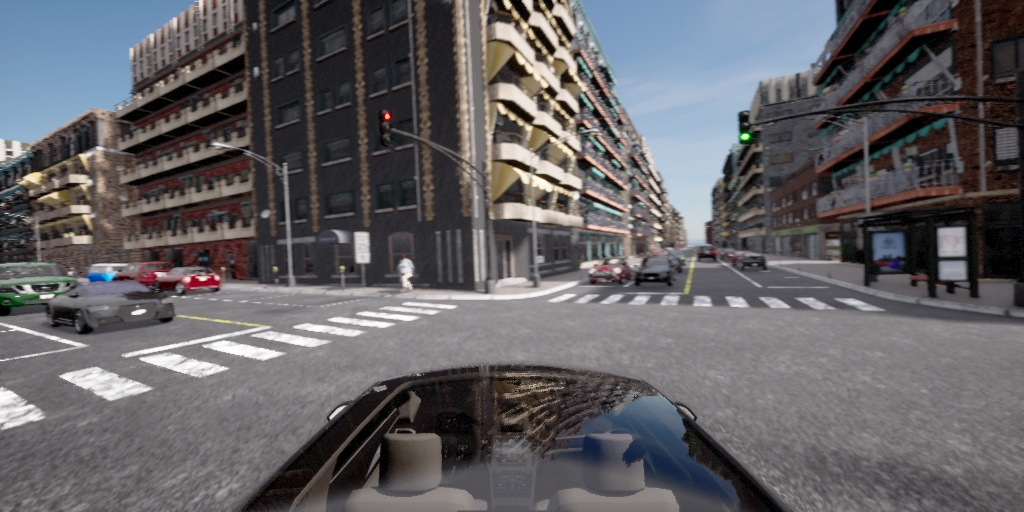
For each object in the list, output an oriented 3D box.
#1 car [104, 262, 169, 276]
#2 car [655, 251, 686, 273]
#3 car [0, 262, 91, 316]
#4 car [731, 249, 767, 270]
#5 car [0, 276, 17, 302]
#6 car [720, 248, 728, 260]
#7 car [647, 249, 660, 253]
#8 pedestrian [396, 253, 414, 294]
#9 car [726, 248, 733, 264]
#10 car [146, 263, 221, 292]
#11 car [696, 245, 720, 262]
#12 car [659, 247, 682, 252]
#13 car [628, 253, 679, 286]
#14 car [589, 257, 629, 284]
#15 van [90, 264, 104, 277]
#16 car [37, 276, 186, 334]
[{"bbox_3d":[-24.079,1.332,23.564,5.009,1.841,2.192,0,0,27],"label":"car"},{"bbox_3d":[12.479,0.606,28.639,1.994,1.385,4.181,-2,0,29],"label":"car"},{"bbox_3d":[-21.064,1.312,15.556,5.566,2.045,2.150,-1,1,26],"label":"car"},{"bbox_3d":[18.639,0.341,27.970,2.007,1.370,4.403,0,0,27],"label":"car"},{"bbox_3d":[-29.864,1.854,19.972,4.718,1.301,1.895,-1,1,27],"label":"car"},{"bbox_3d":[28.945,-0.338,48.024,1.967,1.591,4.097,0,0,27],"label":"car"},{"bbox_3d":[18.924,-0.036,46.850,2.192,1.841,5.009,0,0,27],"label":"car"},{"bbox_3d":[-4.798,0.759,16.114,0.375,1.860,0.375,-2,0,27],"label":"pedestrian"},{"bbox_3d":[21.216,0.194,32.983,1.888,1.381,4.507,0,0,27],"label":"car"},{"bbox_3d":[-19.137,1.366,21.098,4.097,1.591,1.967,0,0,27],"label":"car"},{"bbox_3d":[24.898,-0.373,45.890,2.150,2.045,5.566,-2,0,27],"label":"car"},{"bbox_3d":[17.045,0.142,37.559,2.097,1.767,4.553,-2,0,27],"label":"car"},{"bbox_3d":[8.041,0.792,20.063,1.837,1.490,4.892,-2,0,27],"label":"car"},{"bbox_3d":[6.043,0.799,21.782,1.967,1.591,4.097,0,0,27],"label":"car"},{"bbox_3d":[-29.020,1.449,26.030,3.998,1.789,1.690,0,0,27],"label":"van"},{"bbox_3d":[-12.756,1.501,11.421,4.181,1.385,1.994,-1,1,26],"label":"car"}]
